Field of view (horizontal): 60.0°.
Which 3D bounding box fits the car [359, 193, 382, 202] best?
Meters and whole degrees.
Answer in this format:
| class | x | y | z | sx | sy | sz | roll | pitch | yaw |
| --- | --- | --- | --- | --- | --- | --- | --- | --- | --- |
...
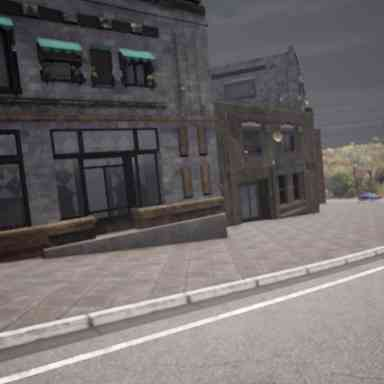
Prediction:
| class | x | y | z | sx | sy | sz | roll | pitch | yaw |
| --- | --- | --- | --- | --- | --- | --- | --- | --- | --- |
| car | 32.485 | 0.935 | 60.778 | 1.882 | 1.535 | 5.008 | -6 | -1 | -3 |
